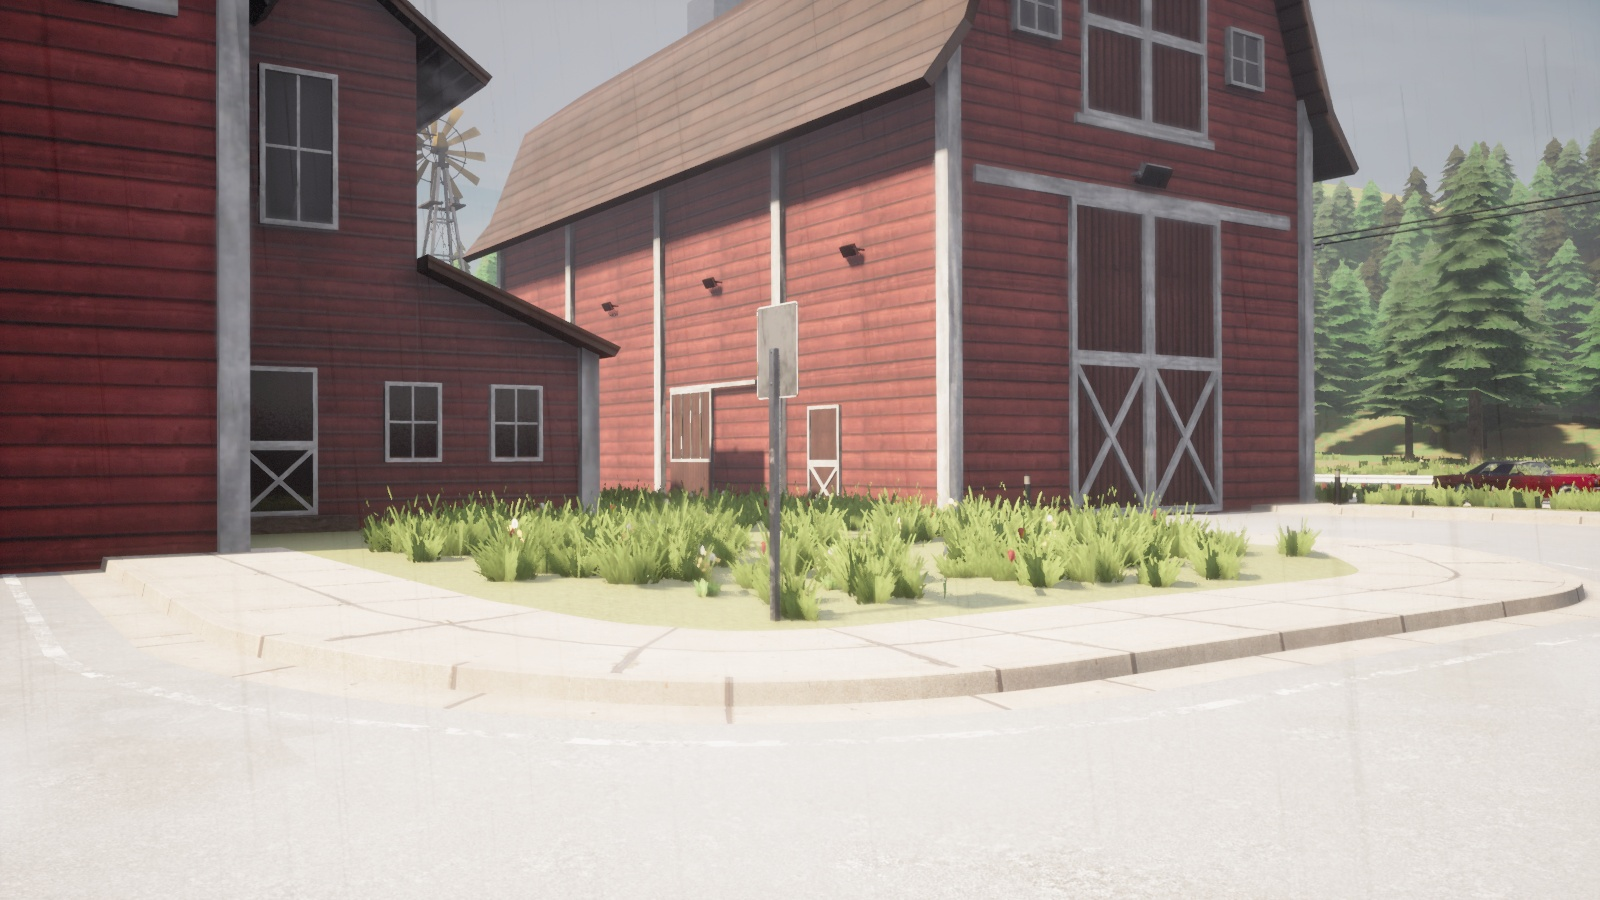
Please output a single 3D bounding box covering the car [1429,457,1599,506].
[{"bbox_3d":[20.995,0.865,36.269,1.895,1.301,4.718,0,0,-34],"label":"car"}]
